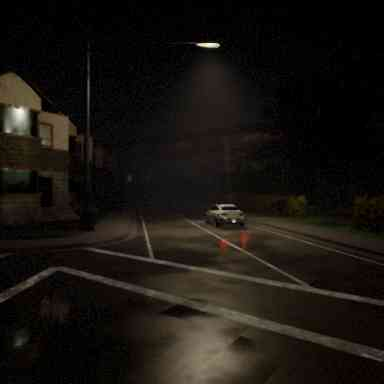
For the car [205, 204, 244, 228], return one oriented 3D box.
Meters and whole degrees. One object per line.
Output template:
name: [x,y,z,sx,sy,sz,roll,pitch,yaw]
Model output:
car: [2.144,1.531,22.437,1.812,1.442,4.674,0,0,-10]
